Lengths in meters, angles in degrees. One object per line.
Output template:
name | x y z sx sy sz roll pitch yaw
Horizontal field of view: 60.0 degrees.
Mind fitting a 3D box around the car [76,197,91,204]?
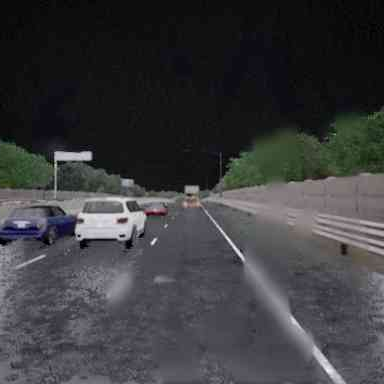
car | -24.523 1.865 75.365 1.812 1.442 4.674 0 -1 0

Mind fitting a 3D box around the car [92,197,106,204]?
car | -21.023 1.894 75.366 1.994 1.385 4.181 0 -1 0

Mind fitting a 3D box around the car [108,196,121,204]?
car | -17.523 1.697 75.400 2.097 1.767 4.553 0 -1 0

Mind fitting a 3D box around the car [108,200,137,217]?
car | -6.910 1.585 33.702 1.882 1.535 5.008 0 0 0

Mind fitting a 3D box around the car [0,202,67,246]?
car | -6.906 1.384 15.597 2.097 1.767 4.553 0 0 0

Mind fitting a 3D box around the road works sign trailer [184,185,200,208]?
road works sign trailer | -0.012 0.687 53.022 2.380 3.560 2.880 0 0 0

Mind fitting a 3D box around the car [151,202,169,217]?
car | -3.410 1.667 32.918 1.994 1.385 4.181 0 0 0

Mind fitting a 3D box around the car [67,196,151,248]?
car | -3.405 1.252 14.986 2.150 2.045 5.566 0 0 0
